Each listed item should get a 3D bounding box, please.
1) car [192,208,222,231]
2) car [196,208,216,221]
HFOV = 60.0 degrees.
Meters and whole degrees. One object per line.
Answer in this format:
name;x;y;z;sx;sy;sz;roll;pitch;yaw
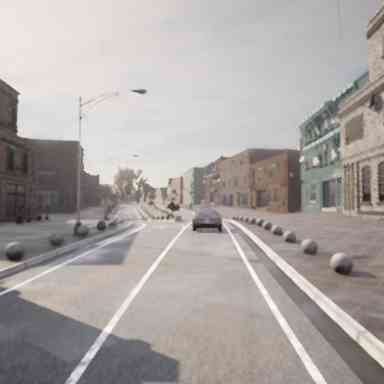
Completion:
car;1.062;1.876;23.005;1.994;1.385;4.181;0;-2;3
car;1.619;2.722;40.171;2.128;1.511;4.902;0;-4;-1
